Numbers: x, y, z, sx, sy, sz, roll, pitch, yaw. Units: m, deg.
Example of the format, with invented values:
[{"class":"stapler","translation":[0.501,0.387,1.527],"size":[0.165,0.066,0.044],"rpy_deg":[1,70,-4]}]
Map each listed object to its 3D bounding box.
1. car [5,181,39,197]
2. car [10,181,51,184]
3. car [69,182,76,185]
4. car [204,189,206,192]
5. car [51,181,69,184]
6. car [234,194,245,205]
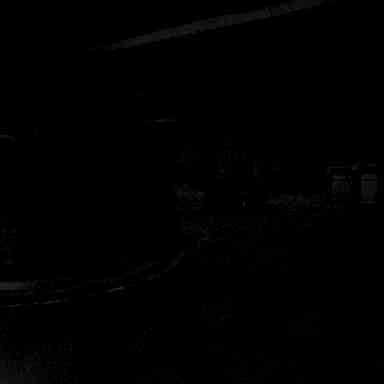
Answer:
[{"class":"car","translation":[-21.750,-0.462,42.425],"size":[4.605,1.855,1.932],"rpy_deg":[2,2,35]},{"class":"car","translation":[-17.219,-0.177,35.207],"size":[3.866,1.878,1.905],"rpy_deg":[2,2,35]},{"class":"car","translation":[-25.420,-1.282,68.066],"size":[4.605,1.855,1.932],"rpy_deg":[2,2,35]},{"class":"car","translation":[4.905,-0.325,65.594],"size":[5.027,1.636,2.152],"rpy_deg":[2,2,35]},{"class":"car","translation":[-26.759,-1.255,65.454],"size":[3.866,1.878,1.905],"rpy_deg":[2,2,35]},{"class":"car","translation":[4.004,0.783,35.926],"size":[1.895,1.301,4.718],"rpy_deg":[2,2,36]}]
